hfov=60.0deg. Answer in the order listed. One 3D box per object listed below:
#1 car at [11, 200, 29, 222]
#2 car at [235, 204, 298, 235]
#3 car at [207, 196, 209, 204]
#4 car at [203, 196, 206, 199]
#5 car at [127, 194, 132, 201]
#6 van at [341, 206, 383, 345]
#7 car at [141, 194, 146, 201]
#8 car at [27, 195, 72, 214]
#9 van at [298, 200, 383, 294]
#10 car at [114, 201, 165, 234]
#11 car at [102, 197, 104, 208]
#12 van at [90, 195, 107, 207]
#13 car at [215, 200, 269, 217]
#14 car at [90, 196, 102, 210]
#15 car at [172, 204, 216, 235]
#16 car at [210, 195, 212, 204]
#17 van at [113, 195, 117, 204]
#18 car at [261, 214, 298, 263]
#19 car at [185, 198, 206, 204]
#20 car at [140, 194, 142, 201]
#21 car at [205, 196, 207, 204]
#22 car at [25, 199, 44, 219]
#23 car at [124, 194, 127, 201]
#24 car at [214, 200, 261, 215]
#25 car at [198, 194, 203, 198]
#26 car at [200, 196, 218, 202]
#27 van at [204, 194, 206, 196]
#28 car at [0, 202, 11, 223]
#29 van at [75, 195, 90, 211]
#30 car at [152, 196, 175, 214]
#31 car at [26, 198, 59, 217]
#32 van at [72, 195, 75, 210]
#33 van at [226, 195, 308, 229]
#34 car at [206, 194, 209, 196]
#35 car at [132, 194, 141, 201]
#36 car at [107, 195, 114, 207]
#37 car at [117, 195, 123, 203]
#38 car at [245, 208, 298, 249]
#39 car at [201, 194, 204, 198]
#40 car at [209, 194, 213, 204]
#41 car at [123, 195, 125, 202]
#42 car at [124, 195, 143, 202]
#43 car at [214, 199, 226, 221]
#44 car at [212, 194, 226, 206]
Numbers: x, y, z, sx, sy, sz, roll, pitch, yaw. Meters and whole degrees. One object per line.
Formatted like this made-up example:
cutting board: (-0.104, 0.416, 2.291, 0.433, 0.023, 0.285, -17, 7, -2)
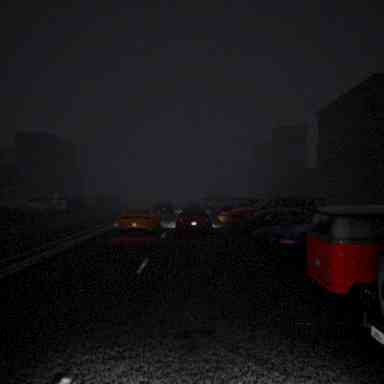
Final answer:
car: (-15.516, 1.568, 25.214, 4.792, 1.488, 2.163, 0, 0, 0)
car: (4.705, 1.494, 15.385, 4.892, 1.521, 2.231, 0, 0, 0)
car: (4.719, 1.607, 43.174, 4.892, 1.521, 2.231, 0, 0, 0)
car: (4.709, 1.659, 51.511, 5.008, 1.535, 2.097, 0, 0, 0)
car: (-15.544, 1.544, 66.577, 5.566, 2.045, 2.435, 0, 0, 0)
van: (4.594, 1.254, 4.270, 4.442, 1.987, 1.878, 0, 0, 0)
car: (-15.501, 1.645, 85.881, 5.566, 2.045, 2.435, 0, 0, 0)
car: (-15.521, 1.325, 33.485, 5.566, 2.045, 2.435, 0, 0, 0)
van: (4.827, 1.256, 7.047, 4.442, 1.987, 1.878, 0, 0, 0)
car: (-2.898, 1.500, 19.236, 1.882, 1.535, 5.008, 0, 0, 0)
car: (-15.500, 1.700, 47.270, 4.674, 1.452, 2.002, 0, 0, 0)
van: (-15.621, 1.453, 50.029, 4.442, 1.987, 1.878, 0, 0, 0)
car: (4.706, 1.548, 32.058, 4.892, 1.521, 2.231, 0, 0, 0)
car: (-15.315, 1.638, 44.513, 5.366, 1.575, 1.946, 0, 0, 0)
car: (0.102, 1.585, 18.930, 1.994, 1.385, 4.181, 0, 0, 0)
car: (4.682, 1.448, 37.617, 4.553, 1.767, 2.185, 0, 0, 0)
van: (-15.392, 1.493, 55.544, 4.442, 1.987, 1.878, 0, 0, 0)
car: (4.708, 1.524, 9.952, 4.674, 1.452, 2.002, 0, 0, 0)
car: (0.104, 1.644, 34.863, 1.994, 1.385, 4.181, 0, 0, 0)
car: (-15.530, 1.925, 83.121, 4.674, 1.452, 2.002, 0, 0, 0)
car: (4.709, 1.623, 45.951, 5.008, 1.535, 2.097, 0, 0, 0)
car: (-15.491, 1.590, 27.970, 4.674, 1.452, 2.002, 0, 0, 0)
car: (-15.545, 1.652, 63.941, 4.553, 1.767, 2.185, 0, 0, 0)
car: (4.710, 1.600, 34.837, 4.674, 1.452, 2.002, 0, 0, 0)
car: (4.688, 1.583, 79.308, 5.566, 2.045, 2.435, 0, 0, 0)
car: (4.762, 1.939, 93.195, 4.792, 1.488, 2.163, 0, 0, 0)
van: (4.831, 1.489, 59.851, 4.442, 1.987, 1.878, 0, 0, 0)
car: (-15.478, 1.530, 22.456, 4.892, 1.521, 2.231, 0, 0, 0)
van: (-15.615, 1.397, 41.756, 4.442, 1.987, 1.878, 0, 0, 0)
car: (-2.897, 1.563, 35.938, 1.882, 1.535, 5.008, 0, 0, 0)
car: (-15.496, 1.562, 30.728, 5.008, 1.535, 2.097, 0, 0, 0)
van: (-15.611, 1.365, 36.243, 4.442, 1.987, 1.878, 0, 0, 0)
van: (4.595, 1.281, 20.943, 4.442, 1.987, 1.878, 0, 0, 0)
car: (4.745, 1.515, 48.733, 4.553, 1.767, 2.185, 0, 0, 0)
car: (-15.496, 1.901, 80.363, 4.792, 1.488, 2.163, 0, 0, 0)
car: (-15.512, 1.699, 52.785, 5.008, 1.535, 2.097, 0, 0, 0)
car: (-15.539, 1.488, 58.302, 5.566, 2.045, 2.435, 0, 0, 0)
car: (4.681, 1.517, 12.606, 4.792, 1.488, 2.163, 0, 0, 0)
car: (4.709, 1.752, 65.408, 4.892, 1.521, 2.231, 0, 0, 0)
car: (4.682, 1.463, 40.397, 4.553, 1.767, 2.185, 0, 0, 0)
car: (-15.507, 1.758, 61.183, 5.008, 1.535, 2.097, 0, 0, 0)
car: (-15.500, 1.782, 88.638, 4.553, 1.767, 2.185, 0, 0, 0)
car: (4.526, 1.512, 23.722, 5.366, 1.575, 1.946, 0, 0, 0)
car: (4.684, 1.272, 26.501, 5.566, 2.045, 2.435, 0, 0, 0)
